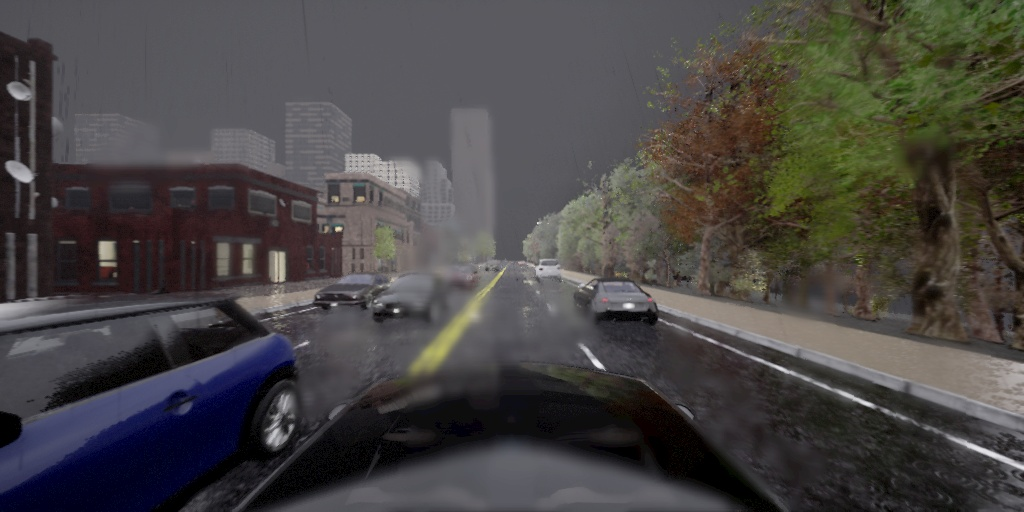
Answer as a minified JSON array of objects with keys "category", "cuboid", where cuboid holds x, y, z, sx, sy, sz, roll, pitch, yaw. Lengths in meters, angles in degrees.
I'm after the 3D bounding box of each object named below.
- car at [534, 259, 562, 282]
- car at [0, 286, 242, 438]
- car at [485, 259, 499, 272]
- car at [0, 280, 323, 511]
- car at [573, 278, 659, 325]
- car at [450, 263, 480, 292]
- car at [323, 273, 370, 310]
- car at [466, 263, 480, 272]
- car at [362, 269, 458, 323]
[{"category":"car","cuboid":[3.324,1.311,33.170,2.150,2.045,5.566,0,0,0]},{"category":"car","cuboid":[-6.594,1.314,5.212,1.812,1.442,4.674,0,-1,0]},{"category":"car","cuboid":[-3.276,1.583,60.049,2.150,2.045,5.566,0,-1,1]},{"category":"car","cuboid":[-3.346,1.105,2.015,2.097,1.767,4.553,0,-1,0]},{"category":"car","cuboid":[3.351,1.427,12.293,1.994,1.385,4.181,0,-1,0]},{"category":"car","cuboid":[-3.249,1.331,23.063,2.097,1.767,4.553,0,-1,0]},{"category":"car","cuboid":[-6.557,1.451,15.942,2.033,1.411,5.357,0,-1,0]},{"category":"car","cuboid":[-6.529,1.937,60.340,1.994,1.385,4.181,0,-1,1]},{"category":"car","cuboid":[-3.326,1.375,12.815,1.837,1.490,4.892,0,-1,0]}]
